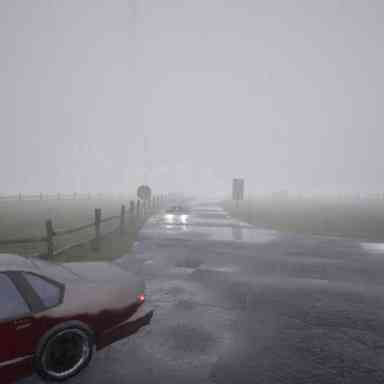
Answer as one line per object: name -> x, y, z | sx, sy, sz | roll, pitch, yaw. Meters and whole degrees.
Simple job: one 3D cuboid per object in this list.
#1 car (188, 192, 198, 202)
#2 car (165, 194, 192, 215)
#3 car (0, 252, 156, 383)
car -> 0.009, 0.802, 55.131 | 1.812, 1.442, 4.674 | 1, 1, 6
car -> -1.253, 1.181, 29.146 | 1.994, 1.385, 4.181 | 1, 1, -1
car -> -3.032, 1.482, 3.664 | 5.357, 1.411, 2.033 | 0, 2, -39
